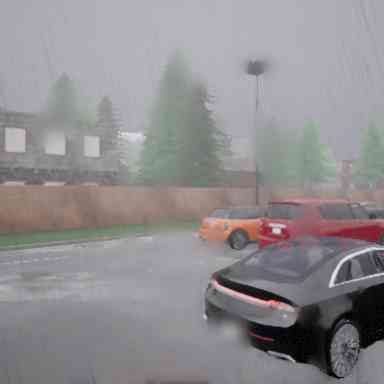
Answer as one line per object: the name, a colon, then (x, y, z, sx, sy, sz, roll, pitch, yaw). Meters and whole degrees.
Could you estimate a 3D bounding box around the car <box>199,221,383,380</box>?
car: (2.463, 1.505, 5.532, 4.902, 1.511, 2.128, 0, 0, -35)

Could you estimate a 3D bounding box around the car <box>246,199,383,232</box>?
car: (4.695, 1.246, 11.399, 5.566, 2.045, 2.150, 0, 0, -35)

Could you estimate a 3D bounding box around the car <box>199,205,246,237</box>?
car: (2.612, 1.377, 14.460, 4.553, 1.767, 2.097, 0, 0, -33)

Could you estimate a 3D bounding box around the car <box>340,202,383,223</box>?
car: (14.027, 1.566, 26.593, 4.892, 1.490, 1.837, 0, 0, -36)
